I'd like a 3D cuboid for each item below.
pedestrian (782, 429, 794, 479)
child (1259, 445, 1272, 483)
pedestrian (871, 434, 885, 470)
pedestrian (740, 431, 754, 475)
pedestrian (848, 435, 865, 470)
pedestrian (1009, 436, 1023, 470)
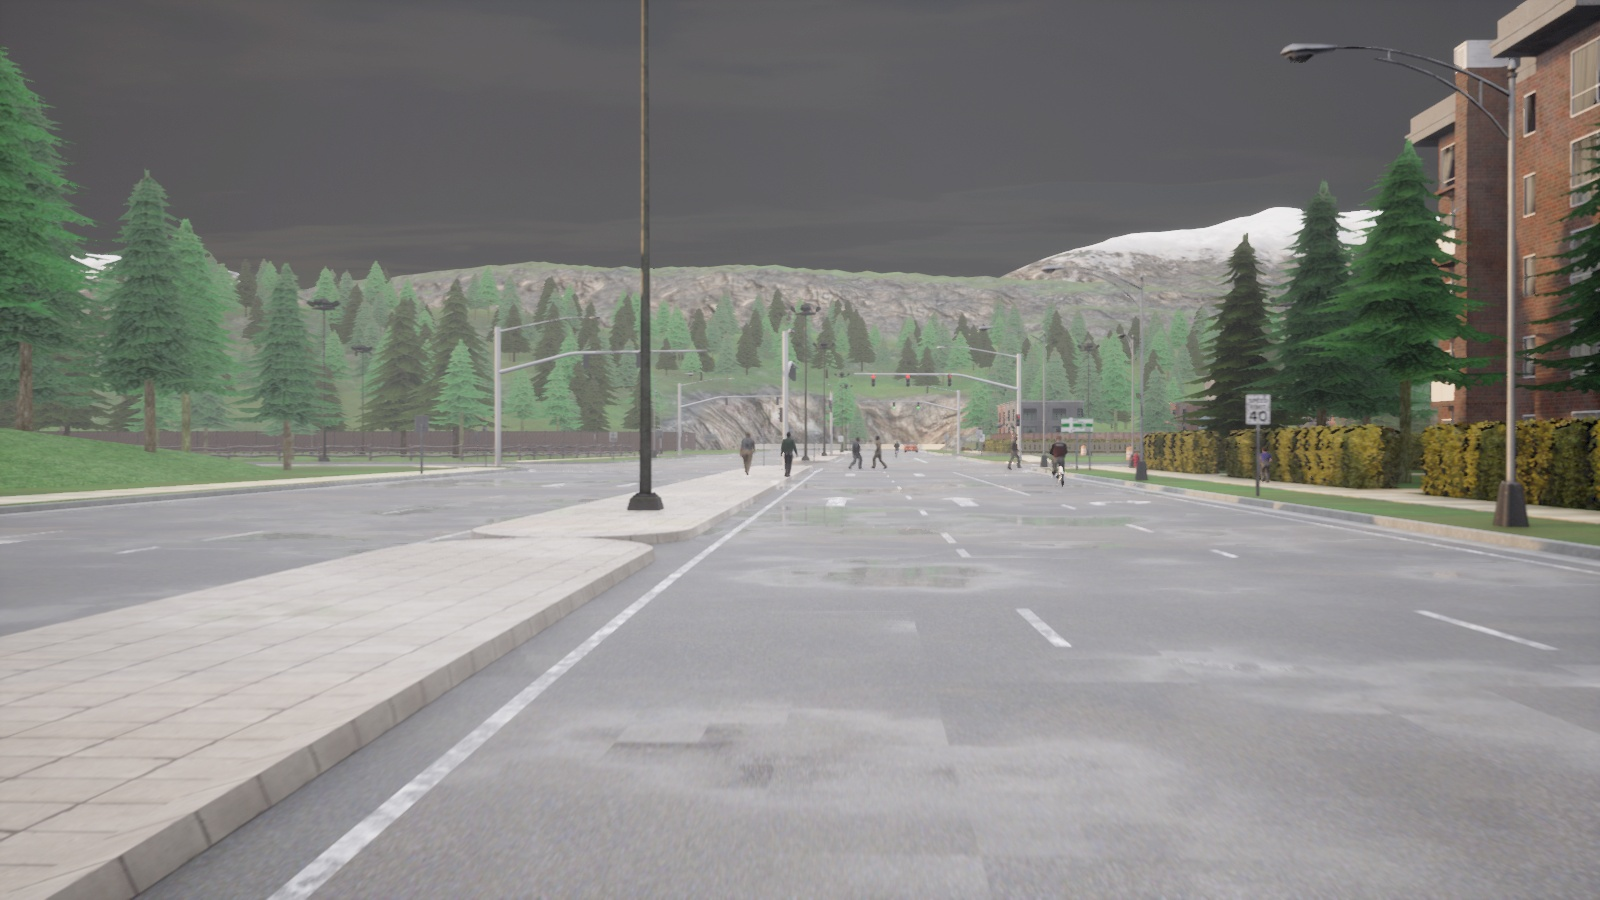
[{"bbox_3d":[-0.462,0.138,49.197,0.423,1.949,0.788,0,0,3],"label":"pedestrian"},{"bbox_3d":[15.323,0.460,41.355,0.270,1.263,0.437,0,0,4],"label":"child"},{"bbox_3d":[4.151,0.111,66.742,0.692,1.930,0.396,0,0,4],"label":"pedestrian"},{"bbox_3d":[-2.199,0.122,52.036,0.540,1.848,0.694,0,0,2],"label":"pedestrian"},{"bbox_3d":[3.026,0.149,67.355,0.849,1.883,0.563,0,0,-7],"label":"pedestrian"},{"bbox_3d":[11.641,0.146,67.725,0.720,1.854,0.376,0,0,4],"label":"pedestrian"}]
